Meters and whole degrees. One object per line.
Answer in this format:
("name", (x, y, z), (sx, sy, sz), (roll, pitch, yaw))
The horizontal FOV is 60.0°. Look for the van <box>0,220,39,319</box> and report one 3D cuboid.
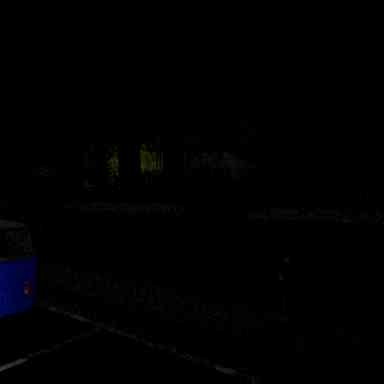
("van", (-4.498, 1.332, 6.058), (3.998, 1.788, 1.690), (0, 0, 35))
